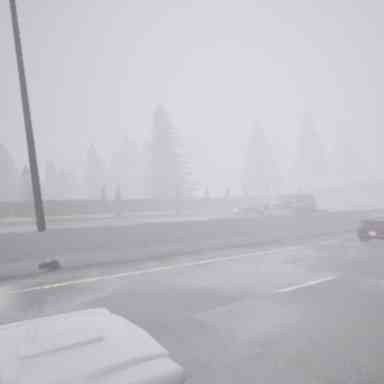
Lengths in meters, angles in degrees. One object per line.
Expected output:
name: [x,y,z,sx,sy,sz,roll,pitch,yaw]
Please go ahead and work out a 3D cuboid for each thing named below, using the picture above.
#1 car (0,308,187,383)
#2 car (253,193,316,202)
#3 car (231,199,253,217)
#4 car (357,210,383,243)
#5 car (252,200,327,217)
car: [-2.304,1.604,2.103,4.718,1.301,1.895,0,0,-36]
car: [7.835,1.139,26.779,5.566,2.045,2.150,0,0,-35]
car: [5.621,1.408,29.497,4.902,1.511,2.128,0,0,-35]
car: [9.015,1.465,14.484,4.674,1.442,1.812,0,0,-36]
car: [6.696,1.478,21.669,5.357,1.411,2.033,0,0,-35]
